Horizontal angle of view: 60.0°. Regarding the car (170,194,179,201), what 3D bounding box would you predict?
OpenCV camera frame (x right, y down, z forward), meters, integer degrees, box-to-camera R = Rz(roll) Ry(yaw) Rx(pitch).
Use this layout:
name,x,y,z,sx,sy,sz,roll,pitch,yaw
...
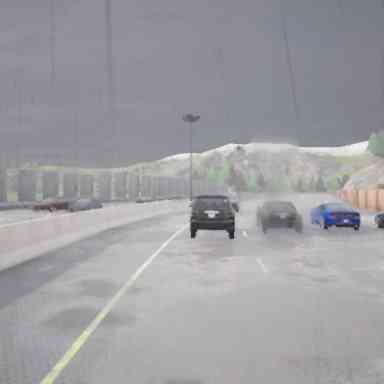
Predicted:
name,x,y,z,sx,sy,sz,roll,pitch,yaw
car,-4.197,1.142,68.988,1.837,1.490,4.892,0,0,21

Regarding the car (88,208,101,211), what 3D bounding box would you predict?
name,x,y,z,sx,sy,sz,roll,pitch,yaw
car,-10.732,1.331,33.826,1.812,1.442,4.674,0,0,11

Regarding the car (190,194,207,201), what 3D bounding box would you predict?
name,x,y,z,sx,sy,sz,roll,pitch,yaw
car,1.413,1.120,73.807,2.033,1.411,5.357,0,0,21

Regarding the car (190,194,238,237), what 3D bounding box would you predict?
name,x,y,z,sx,sy,sz,roll,pitch,yaw
car,1.164,1.137,17.554,2.150,2.045,5.566,0,0,6

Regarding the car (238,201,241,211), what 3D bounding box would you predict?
name,x,y,z,sx,sy,sz,roll,pitch,yaw
car,4.106,1.360,35.533,1.812,1.442,4.674,0,0,12

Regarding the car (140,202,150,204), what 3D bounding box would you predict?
name,x,y,z,sx,sy,sz,roll,pitch,yaw
car,-5.441,1.257,41.822,1.882,1.535,5.008,0,0,14

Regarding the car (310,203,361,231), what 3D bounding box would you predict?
name,x,y,z,sx,sy,sz,roll,pitch,yaw
car,8.556,1.398,20.275,1.882,1.535,5.008,0,0,7

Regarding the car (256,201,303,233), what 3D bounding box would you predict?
name,x,y,z,sx,sy,sz,roll,pitch,yaw
car,4.908,1.269,19.209,2.097,1.767,4.553,0,0,6

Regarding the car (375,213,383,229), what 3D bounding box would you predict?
name,x,y,z,sx,sy,sz,roll,pitch,yaw
car,11.850,1.502,18.378,1.994,1.385,4.181,0,0,7
